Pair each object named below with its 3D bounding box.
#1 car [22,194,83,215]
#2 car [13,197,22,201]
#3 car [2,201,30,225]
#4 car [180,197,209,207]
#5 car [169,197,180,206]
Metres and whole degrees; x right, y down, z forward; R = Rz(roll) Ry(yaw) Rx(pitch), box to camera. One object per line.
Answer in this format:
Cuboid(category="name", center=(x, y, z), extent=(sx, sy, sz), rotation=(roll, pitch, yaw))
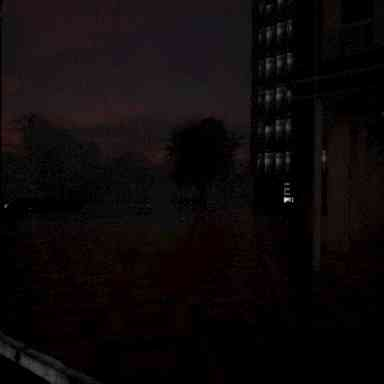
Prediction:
Cuboid(category="car", center=(-14.081, 1.253, 34.560), extent=(2.150, 2.045, 5.566), rotation=(1, 1, 38))
Cuboid(category="car", center=(-17.867, 1.346, 35.006), extent=(2.097, 1.767, 4.553), rotation=(1, 1, 38))
Cuboid(category="car", center=(-14.485, 1.630, 23.462), extent=(1.837, 1.490, 4.892), rotation=(0, 0, 38))
Cuboid(category="car", center=(0.723, 1.508, 53.283), extent=(1.837, 1.490, 4.892), rotation=(1, 0, 39))
Cuboid(category="car", center=(-1.463, 1.508, 55.752), extent=(2.033, 1.411, 5.357), rotation=(1, 1, 39))
